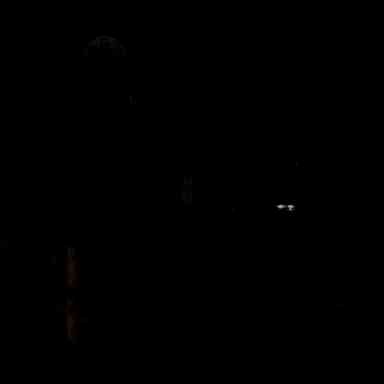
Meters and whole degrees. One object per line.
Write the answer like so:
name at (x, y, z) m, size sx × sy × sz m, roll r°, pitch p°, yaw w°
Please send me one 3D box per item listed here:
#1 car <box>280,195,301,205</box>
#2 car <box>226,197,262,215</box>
car at (14.655, 1.161, 49.462) m, size 1.837 × 1.490 × 4.892 m, roll 2°, pitch 1°, yaw 36°
car at (4.922, 1.252, 31.219) m, size 1.837 × 1.490 × 4.892 m, roll 2°, pitch 1°, yaw 36°
